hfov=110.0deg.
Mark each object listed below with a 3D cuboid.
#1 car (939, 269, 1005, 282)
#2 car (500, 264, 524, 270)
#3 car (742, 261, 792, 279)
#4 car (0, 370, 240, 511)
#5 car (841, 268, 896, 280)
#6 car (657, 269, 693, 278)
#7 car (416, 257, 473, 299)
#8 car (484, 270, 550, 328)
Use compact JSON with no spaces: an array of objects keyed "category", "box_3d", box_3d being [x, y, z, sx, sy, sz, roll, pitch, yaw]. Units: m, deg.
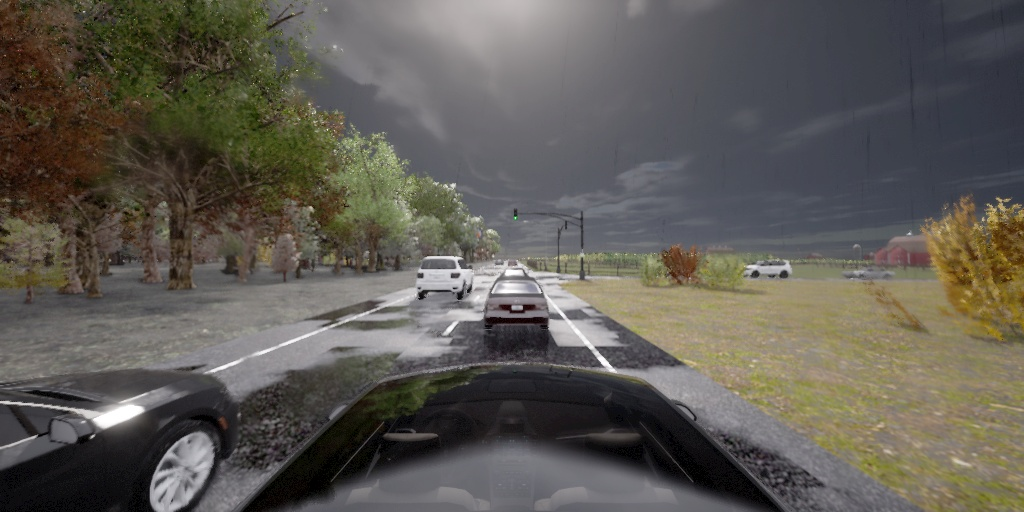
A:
[{"category":"car","box_3d":[48.655,2.018,37.967,5.357,1.411,2.033,1,-1,1]},{"category":"car","box_3d":[0.156,1.429,22.569,1.994,1.385,4.181,0,0,1]},{"category":"car","box_3d":[29.344,1.557,41.709,5.566,2.045,2.150,0,-1,0]},{"category":"car","box_3d":[-3.402,1.254,1.265,1.837,1.490,4.892,0,0,0]},{"category":"car","box_3d":[41.263,2.071,41.610,4.718,1.301,1.895,1,-1,1]},{"category":"car","box_3d":[18.912,1.789,41.769,4.181,1.385,1.994,1,-1,0]},{"category":"car","box_3d":[-3.368,1.065,18.757,2.150,2.045,5.566,0,0,0]},{"category":"car","box_3d":[0.118,1.352,11.502,2.033,1.411,5.357,0,0,0]}]
